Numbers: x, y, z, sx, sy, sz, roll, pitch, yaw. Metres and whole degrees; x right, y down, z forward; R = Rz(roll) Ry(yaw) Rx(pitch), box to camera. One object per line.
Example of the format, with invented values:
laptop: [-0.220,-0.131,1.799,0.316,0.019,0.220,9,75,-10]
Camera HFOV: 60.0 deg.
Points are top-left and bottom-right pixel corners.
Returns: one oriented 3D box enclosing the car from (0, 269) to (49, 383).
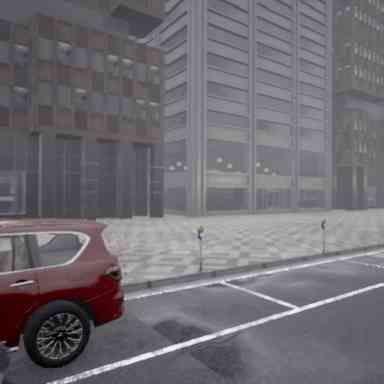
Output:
car: [-3.282,1.485,1.039,4.892,1.490,1.837,1,-1,-35]

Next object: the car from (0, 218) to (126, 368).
car: [-3.330,1.322,4.270,5.009,1.841,2.192,1,-1,-35]
